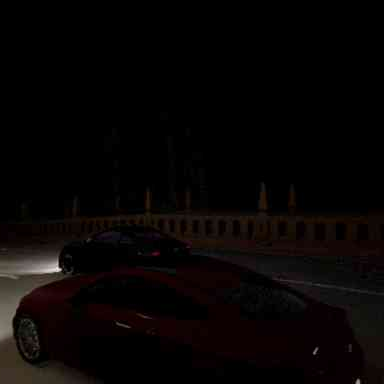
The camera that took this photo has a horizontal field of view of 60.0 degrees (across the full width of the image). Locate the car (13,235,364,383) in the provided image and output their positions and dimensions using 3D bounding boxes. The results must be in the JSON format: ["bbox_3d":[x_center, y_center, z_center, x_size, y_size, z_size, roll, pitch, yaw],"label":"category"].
[{"bbox_3d":[-0.420,1.559,4.289,4.674,1.442,1.812,-1,-1,35],"label":"car"}]

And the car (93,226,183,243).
[{"bbox_3d":[-2.039,1.712,9.741,4.181,1.385,1.994,-2,-1,35],"label":"car"}]
